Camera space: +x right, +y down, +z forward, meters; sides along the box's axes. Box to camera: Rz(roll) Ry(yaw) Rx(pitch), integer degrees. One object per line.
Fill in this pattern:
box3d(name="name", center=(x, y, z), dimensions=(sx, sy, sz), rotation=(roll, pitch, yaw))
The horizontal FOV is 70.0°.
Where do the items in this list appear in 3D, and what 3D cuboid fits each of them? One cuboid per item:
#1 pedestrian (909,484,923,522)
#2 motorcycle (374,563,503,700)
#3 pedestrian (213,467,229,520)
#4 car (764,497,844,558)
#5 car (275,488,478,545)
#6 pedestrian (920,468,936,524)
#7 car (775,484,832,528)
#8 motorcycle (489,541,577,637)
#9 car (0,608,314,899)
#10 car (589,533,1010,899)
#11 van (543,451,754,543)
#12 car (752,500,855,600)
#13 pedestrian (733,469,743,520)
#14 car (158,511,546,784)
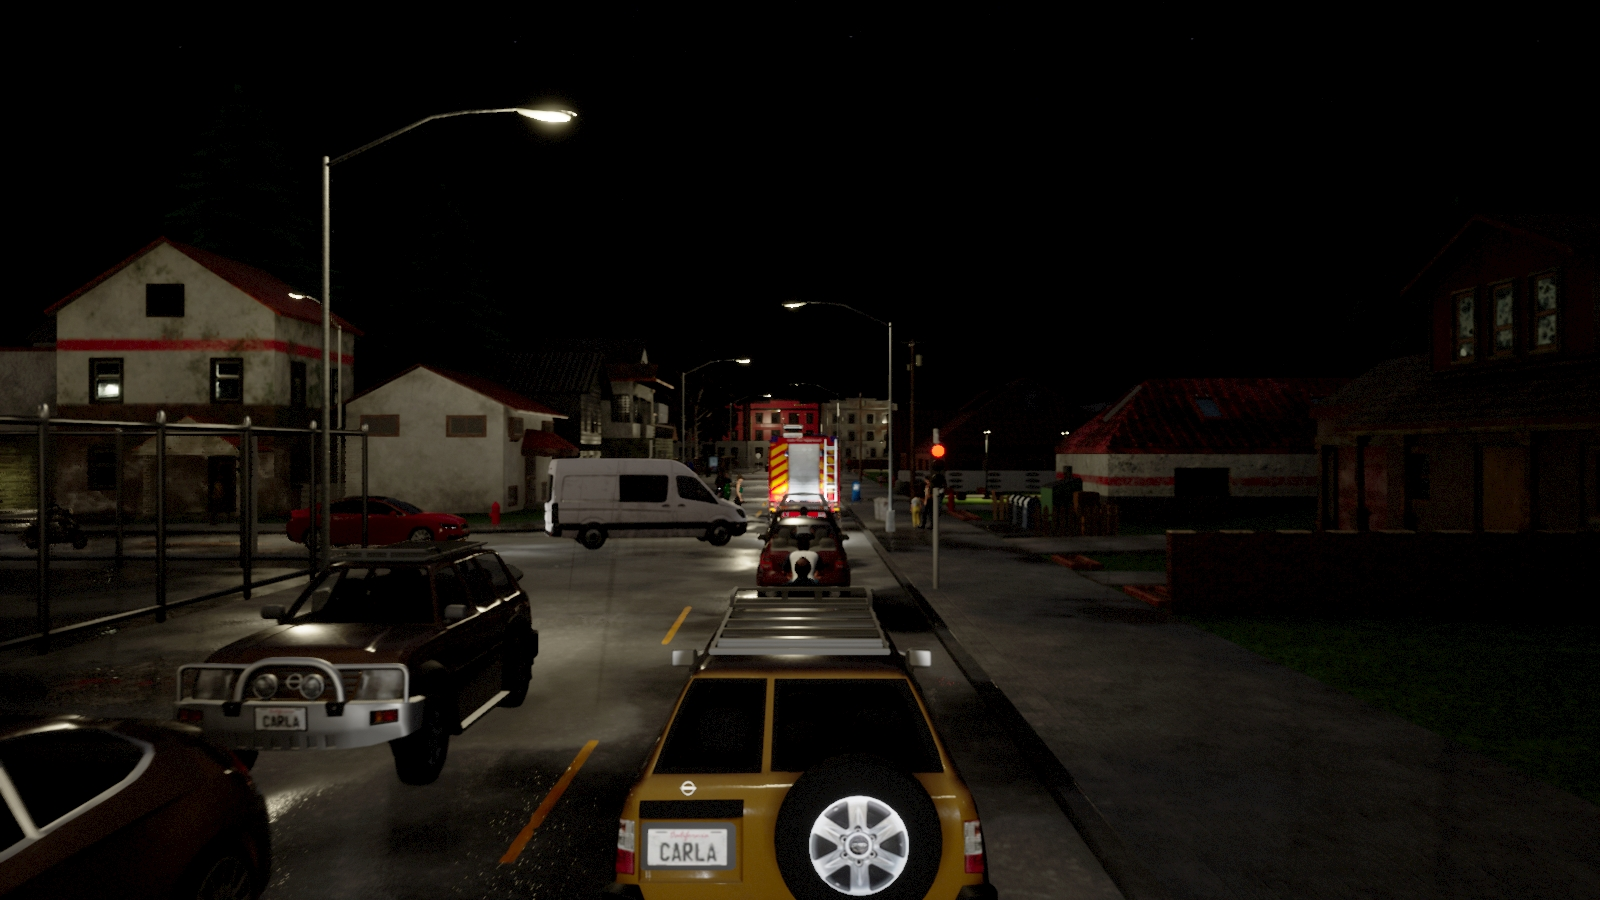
box3d(name="pedestrian", center=(3.978, 1.804, 39.115), dimensions=(0.375, 1.300, 0.375), rotation=(0, 0, -14))
box3d(name="motorcycle", center=(-3.971, 1.961, 12.704), dimensions=(0.856, 1.236, 1.805), rotation=(0, 0, 0))
box3d(name="pedestrian", center=(-20.387, 1.523, 40.243), dimensions=(0.375, 1.860, 0.375), rotation=(0, 0, -4))
box3d(name="car", center=(0.094, 1.927, 29.407), dimensions=(1.895, 1.301, 4.718), rotation=(0, 0, 0))
box3d(name="car", center=(-11.828, 1.840, 32.189), dimensions=(4.892, 1.480, 2.231), rotation=(0, 0, 0))
box3d(name="pedestrian", center=(4.293, 1.525, 38.236), dimensions=(0.375, 1.860, 0.375), rotation=(0, 0, 40))
box3d(name="car", center=(0.134, 1.934, 40.338), dimensions=(1.895, 1.301, 4.718), rotation=(0, 0, 0))
box3d(name="motorcycle", center=(-3.864, 1.992, 16.716), dimensions=(0.803, 1.145, 2.033), rotation=(0, 0, 0))
box3d(name="car", center=(-3.986, 1.772, 4.312), dimensions=(2.152, 1.651, 5.027), rotation=(0, 0, 0))
box3d(name="car", center=(0.008, 1.643, 7.555), dimensions=(1.932, 1.855, 4.605), rotation=(0, 0, 0))
box3d(name="van", center=(-4.475, 1.313, 33.661), dimensions=(5.915, 2.561, 1.988), rotation=(0, 0, -18))
box3d(name="car", center=(0.065, 1.805, 21.568), dimensions=(1.789, 1.549, 3.705), rotation=(0, 0, 0))
box3d(name="pedestrian", center=(-2.292, 1.627, 42.188), dimensions=(0.375, 1.860, 0.375), rotation=(0, 0, -5))
box3d(name="car", center=(-3.963, 1.643, 11.100), dimensions=(1.932, 1.855, 4.605), rotation=(0, 0, 1))
